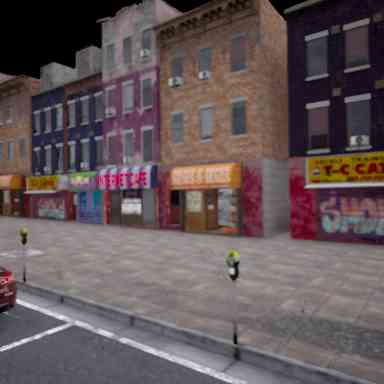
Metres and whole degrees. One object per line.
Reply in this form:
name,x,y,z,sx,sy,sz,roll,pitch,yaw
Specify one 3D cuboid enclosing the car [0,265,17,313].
car,-4.967,1.606,6.371,4.206,1.307,1.802,0,-1,36
